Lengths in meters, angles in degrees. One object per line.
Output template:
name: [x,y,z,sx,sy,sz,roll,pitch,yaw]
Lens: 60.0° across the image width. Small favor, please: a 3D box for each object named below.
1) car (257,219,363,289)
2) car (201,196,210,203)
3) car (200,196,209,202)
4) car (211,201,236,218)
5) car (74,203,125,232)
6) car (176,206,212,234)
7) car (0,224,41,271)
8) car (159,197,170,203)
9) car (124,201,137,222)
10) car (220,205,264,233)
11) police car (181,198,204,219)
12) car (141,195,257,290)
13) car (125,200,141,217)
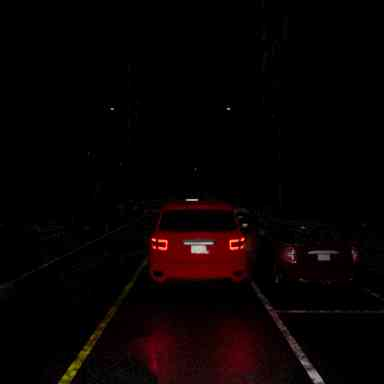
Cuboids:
car: [2.856,1.440,9.132,1.967,1.590,4.097,0,0,0]
car: [2.919,1.577,73.807,1.752,1.417,4.829,0,0,0]
car: [2.931,1.614,79.046,2.008,1.369,4.403,0,0,0]
car: [2.863,1.568,31.138,1.947,1.339,4.313,0,0,0]
car: [-5.666,1.566,20.138,1.947,1.339,4.313,0,0,0]
car: [0.104,1.601,19.986,1.895,1.301,4.718,0,0,0]
car: [-5.669,1.581,9.135,1.802,1.307,4.206,0,0,0]
car: [-5.617,1.624,68.244,1.802,1.307,4.206,0,0,0]
car: [-5.665,1.583,25.639,1.802,1.307,4.206,0,0,0]
car: [2.859,1.551,20.135,2.008,1.369,4.403,0,0,0]
police car: [0.008,1.427,30.250,1.930,1.638,5.238,0,0,0]
car: [0.106,1.221,9.216,2.150,2.045,5.566,0,0,-1]
car: [-5.663,1.442,31.141,1.967,1.590,4.097,0,0,0]
